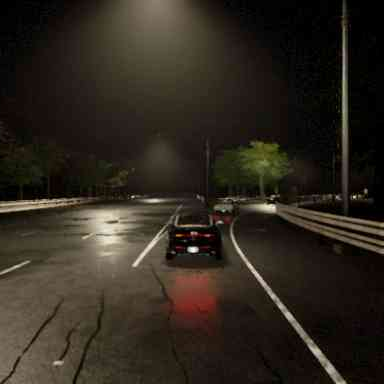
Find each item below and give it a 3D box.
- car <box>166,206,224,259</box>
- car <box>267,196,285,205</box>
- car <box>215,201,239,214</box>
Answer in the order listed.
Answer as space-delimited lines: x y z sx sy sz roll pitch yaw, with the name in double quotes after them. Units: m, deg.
0.118 1.493 12.507 1.837 1.490 4.892 0 0 2 "car"
14.656 1.423 57.598 2.128 1.511 4.902 0 0 34 "car"
3.768 1.566 34.922 1.895 1.301 4.718 0 0 17 "car"
